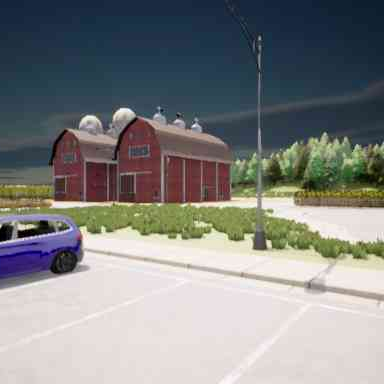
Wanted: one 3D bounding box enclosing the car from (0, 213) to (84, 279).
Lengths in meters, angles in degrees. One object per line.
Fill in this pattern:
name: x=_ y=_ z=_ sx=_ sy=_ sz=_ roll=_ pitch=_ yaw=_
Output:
car: x=-5.086 y=1.426 z=8.377 sx=2.242 sy=1.667 sz=4.611 roll=0 pitch=0 yaw=36
